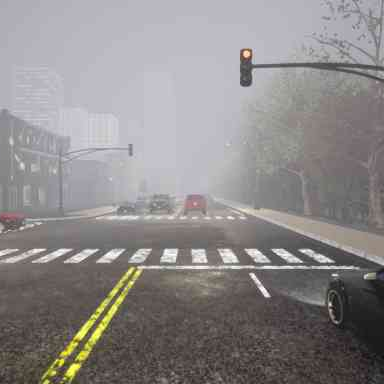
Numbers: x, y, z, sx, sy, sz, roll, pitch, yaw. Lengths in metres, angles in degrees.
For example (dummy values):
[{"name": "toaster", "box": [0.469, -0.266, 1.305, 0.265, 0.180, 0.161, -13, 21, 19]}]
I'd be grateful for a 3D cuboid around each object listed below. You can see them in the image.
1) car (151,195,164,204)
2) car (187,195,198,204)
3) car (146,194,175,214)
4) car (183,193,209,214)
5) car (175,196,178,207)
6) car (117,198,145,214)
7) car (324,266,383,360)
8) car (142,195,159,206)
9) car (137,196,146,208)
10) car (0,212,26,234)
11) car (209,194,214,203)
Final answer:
[{"name": "car", "box": [-6.522, 1.453, 63.575, 1.882, 1.535, 5.008, 0, 0, 1]}, {"name": "car", "box": [0.031, 1.466, 66.475, 2.128, 1.511, 4.902, 0, 0, 0]}, {"name": "car", "box": [-3.322, 1.210, 36.283, 2.150, 2.045, 5.566, 0, 0, 0]}, {"name": "car", "box": [0.270, 1.211, 34.658, 2.150, 2.045, 5.566, 0, 0, -1]}, {"name": "car", "box": [-3.314, 1.509, 46.273, 1.812, 1.442, 4.674, 0, 0, 0]}, {"name": "car", "box": [-6.589, 1.590, 35.331, 1.895, 1.301, 4.718, 0, 0, 1]}, {"name": "car", "box": [3.351, 1.563, 4.272, 1.994, 1.385, 4.181, 0, 0, 0]}, {"name": "car", "box": [-6.562, 1.333, 53.131, 2.097, 1.767, 4.553, 0, 0, 0]}, {"name": "car", "box": [-6.567, 1.337, 44.242, 2.097, 1.767, 4.553, 0, 0, 0]}, {"name": "car", "box": [-12.221, 1.582, 19.054, 5.008, 1.535, 1.882, -2, 1, -4]}, {"name": "car", "box": [3.384, 1.575, 66.911, 1.895, 1.301, 4.718, 0, 0, 0]}]
